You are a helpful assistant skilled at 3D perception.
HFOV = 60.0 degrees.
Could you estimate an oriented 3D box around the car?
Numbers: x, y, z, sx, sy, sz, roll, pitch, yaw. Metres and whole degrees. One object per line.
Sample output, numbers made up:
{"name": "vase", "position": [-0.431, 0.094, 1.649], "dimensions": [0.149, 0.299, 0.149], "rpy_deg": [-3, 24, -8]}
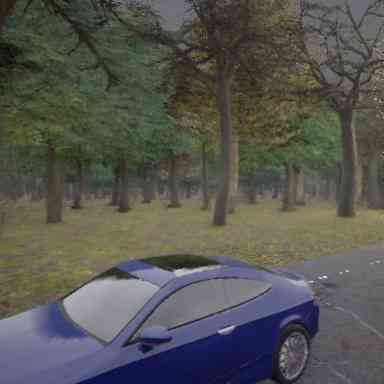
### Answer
{"name": "car", "position": [-0.390, 1.525, 3.804], "dimensions": [4.674, 1.442, 1.812], "rpy_deg": [0, 0, -37]}
